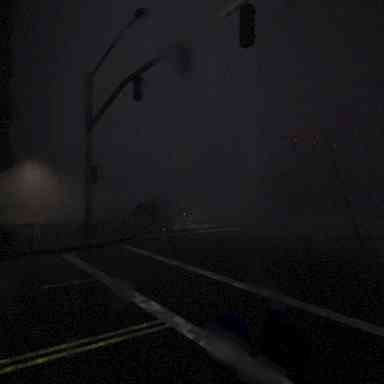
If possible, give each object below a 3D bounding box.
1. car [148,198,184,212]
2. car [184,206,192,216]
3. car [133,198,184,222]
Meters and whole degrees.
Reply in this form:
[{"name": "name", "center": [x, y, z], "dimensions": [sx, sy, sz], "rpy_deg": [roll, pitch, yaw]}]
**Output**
[{"name": "car", "center": [-3.144, 1.490, 39.295], "dimensions": [2.128, 1.511, 4.902], "rpy_deg": [0, 0, -35]}, {"name": "car", "center": [-2.215, 1.546, 31.605], "dimensions": [2.033, 1.411, 5.357], "rpy_deg": [0, 0, -35]}, {"name": "car", "center": [-3.081, 1.491, 26.758], "dimensions": [2.128, 1.511, 4.902], "rpy_deg": [0, 0, -35]}]
